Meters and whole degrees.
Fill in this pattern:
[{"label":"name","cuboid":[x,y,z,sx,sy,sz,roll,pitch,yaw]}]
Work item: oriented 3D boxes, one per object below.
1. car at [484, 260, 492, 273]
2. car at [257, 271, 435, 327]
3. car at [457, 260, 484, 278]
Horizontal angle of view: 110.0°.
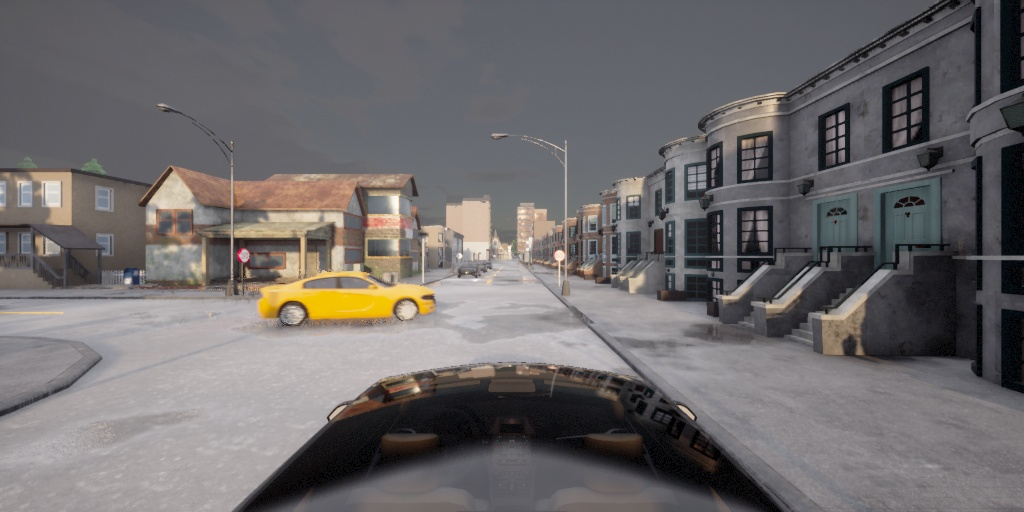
[{"label":"car","cuboid":[-3.993,1.240,43.563,2.128,1.511,4.902,0,0,0]},{"label":"car","cuboid":[-4.970,1.227,11.253,5.008,1.535,1.882,0,1,-14]},{"label":"car","cuboid":[-4.025,1.254,34.189,1.837,1.490,4.892,0,0,0]}]
